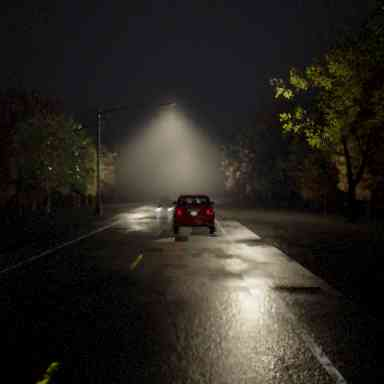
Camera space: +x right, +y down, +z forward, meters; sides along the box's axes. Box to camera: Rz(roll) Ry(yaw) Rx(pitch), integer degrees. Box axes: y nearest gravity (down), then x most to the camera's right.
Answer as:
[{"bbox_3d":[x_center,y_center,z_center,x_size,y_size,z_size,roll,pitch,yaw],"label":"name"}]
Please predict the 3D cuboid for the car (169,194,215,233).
[{"bbox_3d":[0.096,1.135,18.958,2.150,2.045,5.566,0,0,0],"label":"car"}]

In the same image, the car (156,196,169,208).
[{"bbox_3d":[-3.594,1.303,44.416,1.837,1.490,4.892,0,0,0],"label":"car"}]

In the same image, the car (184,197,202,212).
[{"bbox_3d":[0.092,1.359,36.827,1.812,1.442,4.674,0,0,0],"label":"car"}]
